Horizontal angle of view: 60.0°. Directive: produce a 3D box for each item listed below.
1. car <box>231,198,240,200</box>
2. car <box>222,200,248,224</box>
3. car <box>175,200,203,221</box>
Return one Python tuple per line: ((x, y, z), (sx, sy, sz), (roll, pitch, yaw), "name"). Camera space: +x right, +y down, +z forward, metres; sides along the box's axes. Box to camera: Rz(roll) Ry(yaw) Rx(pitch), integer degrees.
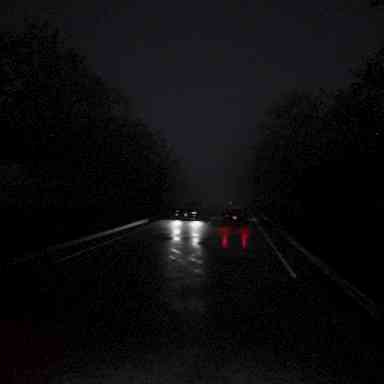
((6.378, 1.650, 48.964), (1.812, 1.442, 4.674), (2, 0, 7), "car")
((3.288, 1.590, 25.345), (1.812, 1.442, 4.674), (2, 0, 8), "car")
((-0.139, 1.473, 27.523), (1.837, 1.490, 4.892), (2, 0, 8), "car")
